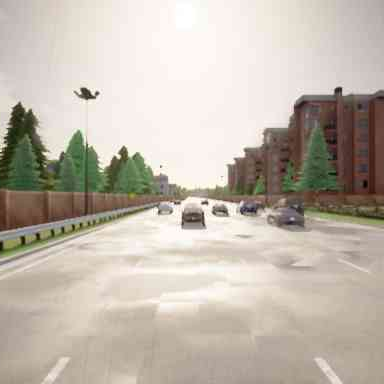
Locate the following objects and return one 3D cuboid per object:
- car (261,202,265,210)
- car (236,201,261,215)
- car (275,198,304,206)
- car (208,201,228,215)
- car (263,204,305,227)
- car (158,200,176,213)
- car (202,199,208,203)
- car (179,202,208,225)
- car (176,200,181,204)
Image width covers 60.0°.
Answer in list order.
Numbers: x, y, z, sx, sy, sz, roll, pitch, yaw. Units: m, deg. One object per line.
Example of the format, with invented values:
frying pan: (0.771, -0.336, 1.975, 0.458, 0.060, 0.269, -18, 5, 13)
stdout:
car: (10.328, 2.186, 53.382, 1.882, 1.535, 5.008, 0, -1, 0)
car: (6.982, 1.917, 42.626, 2.097, 1.767, 4.553, 0, -1, 0)
car: (10.532, 1.705, 36.557, 2.150, 2.045, 5.566, 0, -1, 0)
car: (3.490, 2.107, 42.150, 2.033, 1.411, 5.357, 0, -1, 0)
car: (7.084, 1.903, 25.497, 1.994, 1.385, 4.181, 0, -1, 0)
car: (-3.528, 2.125, 45.205, 1.812, 1.442, 4.674, 0, -1, 0)
car: (3.153, 2.572, 82.560, 1.882, 1.535, 5.008, 0, -1, 0)
car: (0.077, 1.839, 27.211, 1.882, 1.535, 5.008, 0, -1, 0)
car: (-3.877, 2.712, 87.537, 1.994, 1.385, 4.181, 0, -1, 0)
